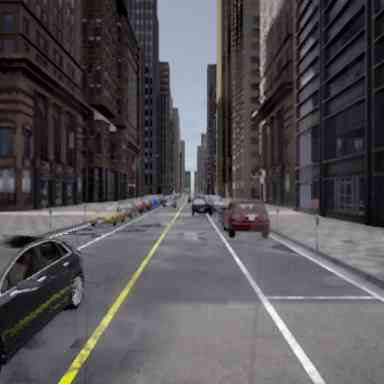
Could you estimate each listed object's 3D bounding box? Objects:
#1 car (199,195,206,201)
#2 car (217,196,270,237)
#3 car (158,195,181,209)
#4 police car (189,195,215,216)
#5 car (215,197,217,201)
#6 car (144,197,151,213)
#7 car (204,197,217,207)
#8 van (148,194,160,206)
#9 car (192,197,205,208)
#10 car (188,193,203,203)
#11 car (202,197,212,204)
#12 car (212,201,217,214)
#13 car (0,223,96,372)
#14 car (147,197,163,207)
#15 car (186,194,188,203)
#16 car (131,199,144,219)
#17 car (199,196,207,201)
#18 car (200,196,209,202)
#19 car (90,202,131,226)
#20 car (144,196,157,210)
[{"bbox_3d":[2.803,1.597,90.840,1.887,1.381,4.507,0,0,0],"label":"car"},{"bbox_3d":[2.771,1.316,17.797,2.192,1.841,5.009,0,0,0],"label":"car"},{"bbox_3d":[-3.063,1.505,45.983,2.128,1.511,4.902,0,0,0],"label":"car"},{"bbox_3d":[0.915,1.432,33.130,1.930,1.638,5.238,0,0,0],"label":"police car"},{"bbox_3d":[2.779,1.559,34.652,2.008,1.369,4.403,0,0,0],"label":"car"},{"bbox_3d":[-5.746,1.552,34.645,1.887,1.381,4.507,0,0,0],"label":"car"},{"bbox_3d":[2.786,1.543,51.679,1.752,1.417,4.829,0,0,0],"label":"car"},{"bbox_3d":[-5.742,1.355,45.882,1.690,1.788,3.998,0,0,0],"label":"van"},{"bbox_3d":[0.922,1.522,49.020,1.837,1.490,4.892,0,0,0],"label":"car"},{"bbox_3d":[0.919,1.364,42.990,2.097,1.767,4.553,0,0,0],"label":"car"},{"bbox_3d":[2.791,1.606,62.747,1.802,1.307,4.206,0,0,0],"label":"car"},{"bbox_3d":[2.774,1.554,23.415,2.008,1.369,4.403,0,0,0],"label":"car"},{"bbox_3d":[-3.098,1.505,4.992,1.837,1.490,4.892,0,0,0],"label":"car"},{"bbox_3d":[-5.739,1.568,51.500,2.008,1.369,4.403,0,0,0],"label":"car"},{"bbox_3d":[0.030,1.551,67.386,1.812,1.442,4.674,0,0,0],"label":"car"},{"bbox_3d":[-5.749,1.556,29.033,2.008,1.369,4.403,0,0,0],"label":"car"},{"bbox_3d":[2.801,1.611,85.222,1.947,1.339,4.313,0,0,0],"label":"car"},{"bbox_3d":[2.796,1.558,74.154,1.752,1.417,4.829,0,0,0],"label":"car"},{"bbox_3d":[-5.751,1.528,23.238,1.752,1.417,4.829,0,0,0],"label":"car"},{"bbox_3d":[-5.744,1.556,40.263,1.887,1.381,4.507,0,0,0],"label":"car"}]
